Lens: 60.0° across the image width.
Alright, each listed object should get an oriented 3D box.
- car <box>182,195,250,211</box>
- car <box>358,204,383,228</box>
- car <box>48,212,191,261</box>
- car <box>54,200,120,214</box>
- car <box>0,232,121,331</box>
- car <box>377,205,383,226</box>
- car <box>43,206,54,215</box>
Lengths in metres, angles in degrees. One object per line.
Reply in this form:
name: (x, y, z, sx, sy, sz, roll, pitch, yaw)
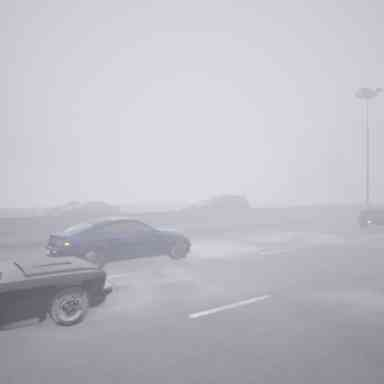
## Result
car: (2.290, 1.243, 27.013, 5.566, 2.045, 2.150, 0, 0, -35)
car: (12.568, 1.525, 21.309, 4.892, 1.490, 1.837, 0, 0, -36)
car: (-2.203, 1.530, 10.773, 4.674, 1.442, 1.812, 0, 0, -36)
car: (-8.563, 1.487, 27.947, 5.008, 1.535, 1.882, 0, 0, -35)
car: (-3.777, 1.601, 5.351, 4.718, 1.301, 1.895, 0, 0, -36)
car: (11.258, 1.494, 16.074, 5.008, 1.535, 1.882, 0, 0, -36)
car: (-11.073, 1.534, 30.456, 4.674, 1.442, 1.812, 0, 0, -35)
